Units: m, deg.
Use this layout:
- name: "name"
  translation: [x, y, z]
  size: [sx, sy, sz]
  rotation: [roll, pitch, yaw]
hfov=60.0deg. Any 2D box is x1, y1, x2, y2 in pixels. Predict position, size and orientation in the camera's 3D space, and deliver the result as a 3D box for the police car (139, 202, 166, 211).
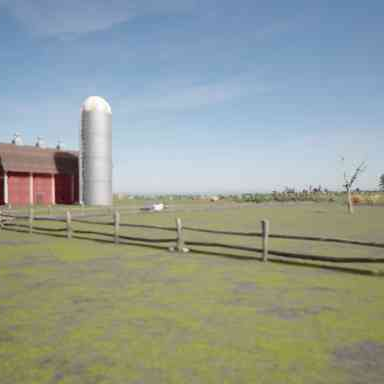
- name: "police car"
  translation: [-6.226, 2.304, 52.064]
  size: [2.038, 1.542, 4.974]
  rotation: [-1, -1, 35]
